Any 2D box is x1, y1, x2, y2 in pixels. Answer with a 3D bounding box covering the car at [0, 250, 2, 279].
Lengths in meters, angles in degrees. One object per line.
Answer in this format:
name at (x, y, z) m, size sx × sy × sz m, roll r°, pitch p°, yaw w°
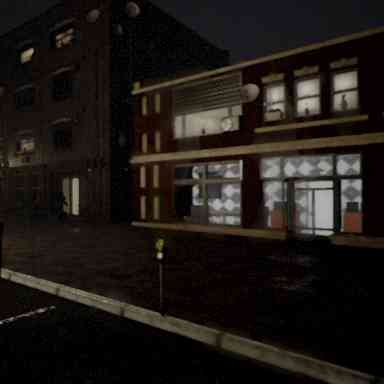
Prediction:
car at (-6.103, 1.248, 7.242) m, size 5.009 × 1.841 × 2.192 m, roll 1°, pitch -1°, yaw 35°
